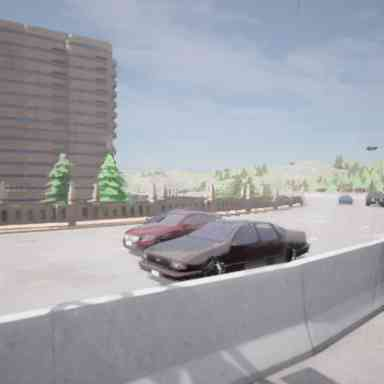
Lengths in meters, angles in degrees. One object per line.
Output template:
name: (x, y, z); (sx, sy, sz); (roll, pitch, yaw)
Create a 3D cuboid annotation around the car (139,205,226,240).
car: (-0.396, 1.475, 17.249); (4.181, 1.385, 1.994); (0, 0, -41)

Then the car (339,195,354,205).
car: (23.814, 1.186, 51.512); (1.882, 1.535, 5.008); (0, 0, 22)

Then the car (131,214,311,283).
car: (1.217, 1.497, 9.437); (5.357, 1.411, 2.033); (0, 0, -39)

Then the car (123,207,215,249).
car: (-0.336, 1.460, 12.721); (4.674, 1.442, 1.812); (0, 0, -40)

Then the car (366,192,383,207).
car: (24.911, 0.961, 45.121); (2.150, 2.045, 5.566); (0, 0, 25)
